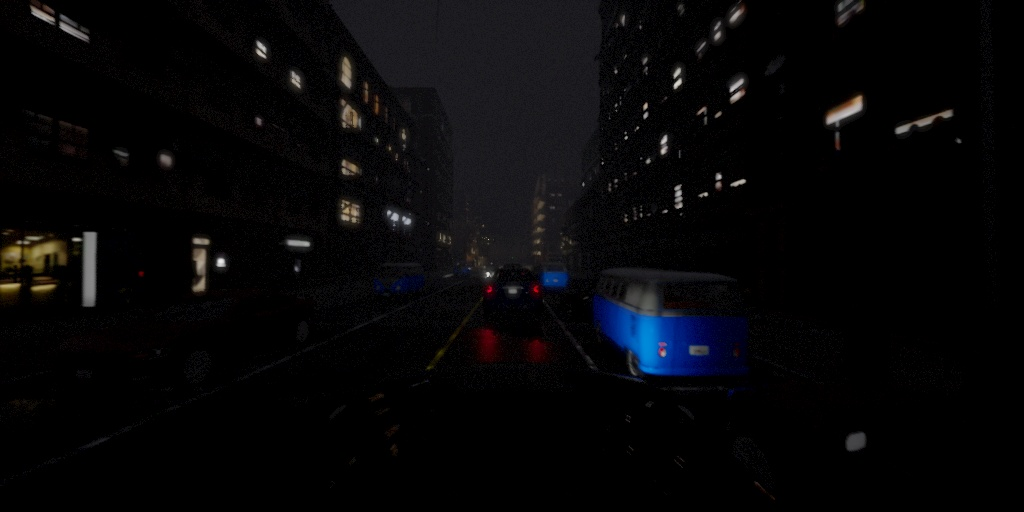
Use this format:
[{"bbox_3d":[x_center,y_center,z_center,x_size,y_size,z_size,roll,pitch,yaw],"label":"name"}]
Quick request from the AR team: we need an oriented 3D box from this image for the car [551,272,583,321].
[{"bbox_3d":[2.695,1.418,12.666,1.948,1.339,4.313,0,0,0],"label":"car"}]

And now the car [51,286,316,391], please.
[{"bbox_3d":[-5.688,1.344,7.008,1.888,1.381,4.507,0,0,0],"label":"car"}]

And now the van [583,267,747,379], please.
[{"bbox_3d":[2.693,1.140,7.006,1.690,1.789,3.998,0,0,0],"label":"van"}]

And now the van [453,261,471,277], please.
[{"bbox_3d":[-5.678,1.472,40.977,1.690,1.789,3.998,0,0,0],"label":"van"}]

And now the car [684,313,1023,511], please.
[{"bbox_3d":[2.692,1.292,1.344,1.888,1.381,4.507,0,0,0],"label":"car"}]

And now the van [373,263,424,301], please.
[{"bbox_3d":[-5.684,1.247,18.331,1.690,1.789,3.998,0,0,0],"label":"van"}]

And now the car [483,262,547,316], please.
[{"bbox_3d":[0.050,1.218,14.151,2.097,1.767,4.553,0,-1,1],"label":"car"}]

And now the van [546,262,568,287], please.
[{"bbox_3d":[2.698,1.302,23.991,1.690,1.789,3.998,0,0,0],"label":"van"}]

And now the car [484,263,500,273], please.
[{"bbox_3d":[-3.053,1.775,55.532,2.128,1.511,4.902,0,-1,0],"label":"car"}]
